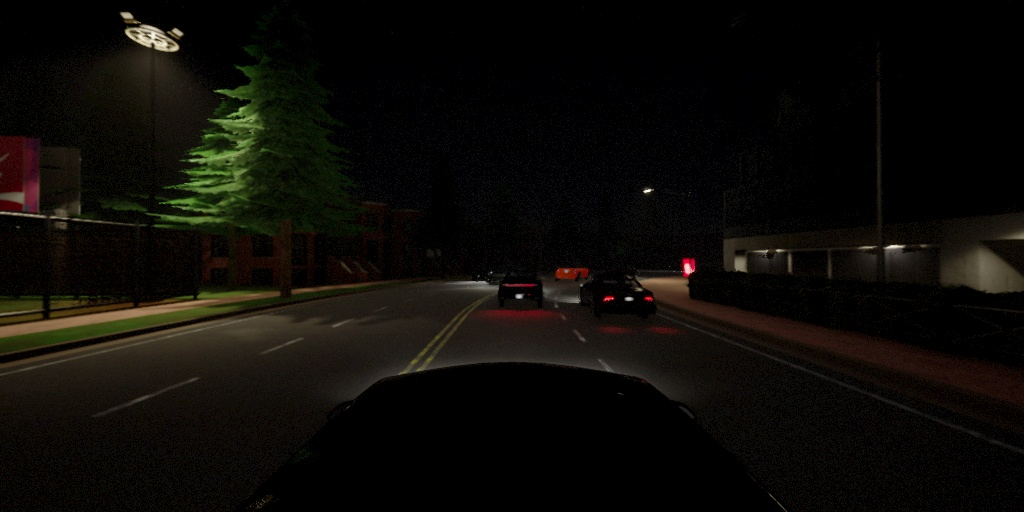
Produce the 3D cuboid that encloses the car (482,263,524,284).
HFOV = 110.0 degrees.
[{"bbox_3d":[-0.215,1.339,28.708,2.097,1.767,4.553,0,-1,22],"label":"car"}]

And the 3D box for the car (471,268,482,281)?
[{"bbox_3d":[-2.078,1.591,33.212,1.994,1.385,4.181,0,-1,26],"label":"car"}]

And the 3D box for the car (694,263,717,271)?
[{"bbox_3d":[30.349,1.762,57.105,4.674,1.442,1.812,0,-1,-16],"label":"car"}]

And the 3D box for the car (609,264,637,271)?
[{"bbox_3d":[10.511,1.512,34.087,1.882,1.535,5.008,-1,-1,33],"label":"car"}]

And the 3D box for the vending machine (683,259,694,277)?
[{"bbox_3d":[18.279,1.256,37.104,1.100,2.100,0.880,0,0,45],"label":"vending machine"}]

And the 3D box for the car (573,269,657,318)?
[{"bbox_3d":[3.741,1.401,13.548,2.033,1.411,5.357,0,-1,3],"label":"car"}]

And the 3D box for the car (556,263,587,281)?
[{"bbox_3d":[5.646,1.374,32.681,2.097,1.767,4.553,0,-1,27],"label":"car"}]

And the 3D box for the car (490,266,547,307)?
[{"bbox_3d":[0.524,1.371,16.382,2.128,1.511,4.902,0,0,6],"label":"car"}]
